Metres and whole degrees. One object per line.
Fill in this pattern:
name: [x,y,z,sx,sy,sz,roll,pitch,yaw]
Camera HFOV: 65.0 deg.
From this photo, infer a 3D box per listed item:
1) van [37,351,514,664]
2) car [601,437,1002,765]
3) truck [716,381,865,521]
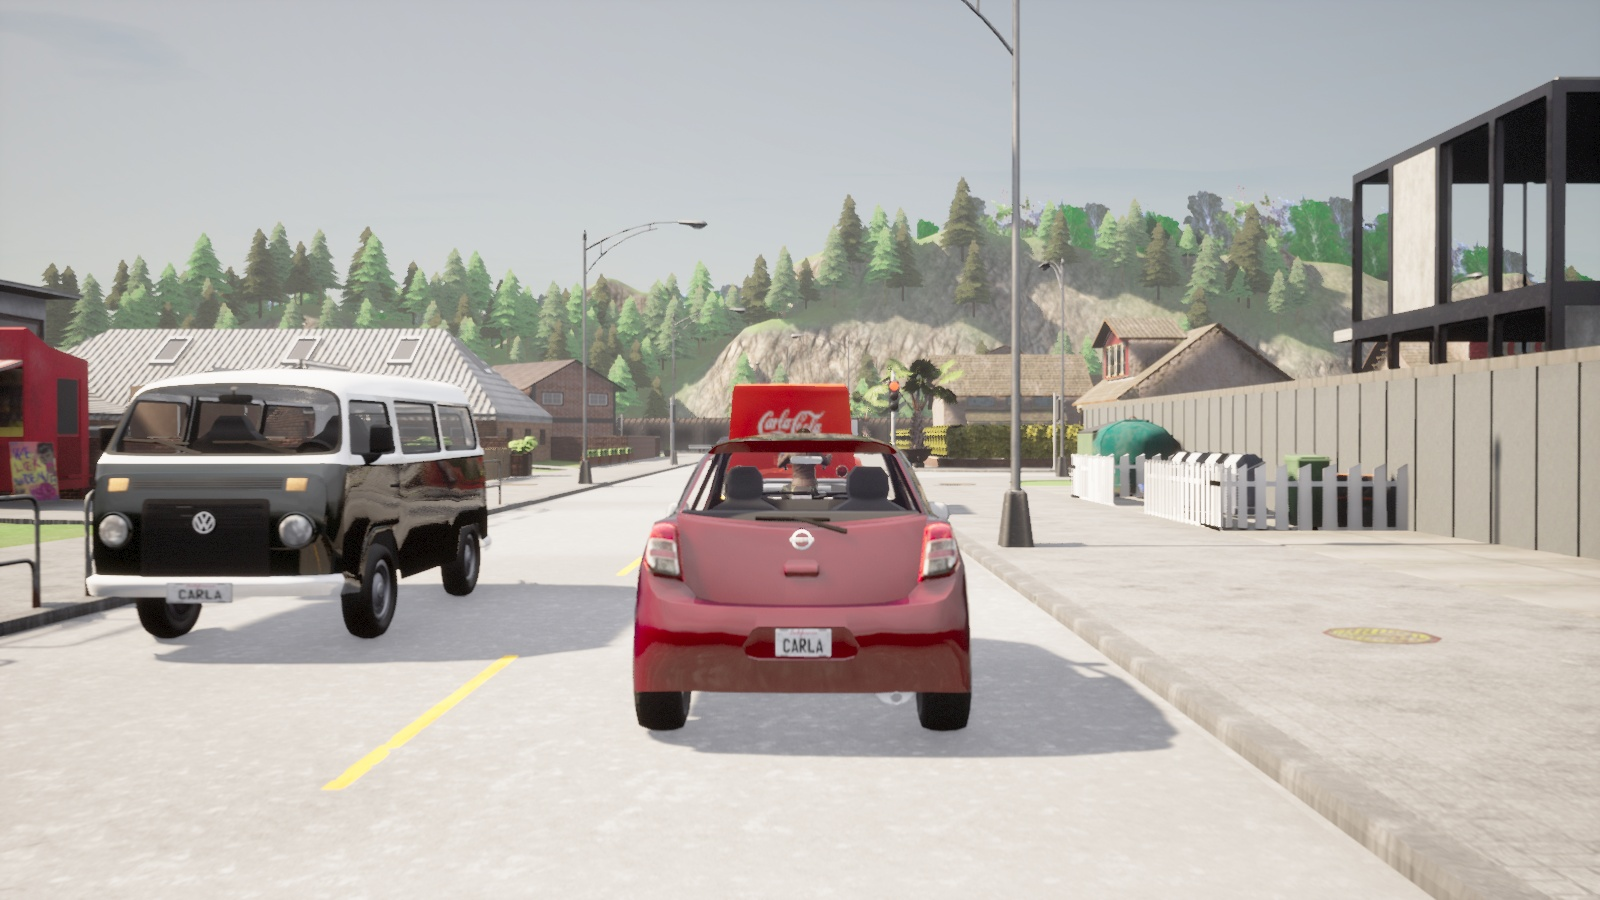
van: [-3.929,0.353,10.434,2.069,2.038,4.480,0,1,0]
car: [0.036,0.677,7.602,1.845,1.501,3.633,0,1,1]
truck: [-0.063,-0.010,24.769,2.627,2.467,5.204,0,1,2]
